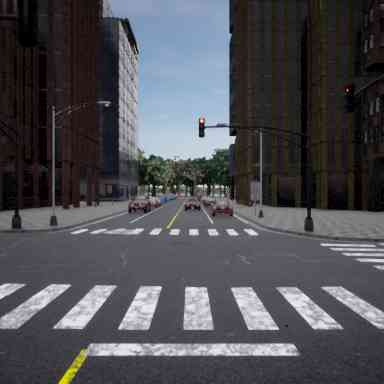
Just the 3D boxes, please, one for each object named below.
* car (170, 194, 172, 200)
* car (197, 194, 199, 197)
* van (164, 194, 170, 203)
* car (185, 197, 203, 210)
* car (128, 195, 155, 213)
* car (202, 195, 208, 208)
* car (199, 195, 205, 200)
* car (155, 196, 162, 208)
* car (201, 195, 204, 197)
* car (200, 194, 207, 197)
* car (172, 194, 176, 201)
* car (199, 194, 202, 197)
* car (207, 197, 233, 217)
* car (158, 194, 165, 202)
[{"bbox_3d":[-5.781,1.563,69.688,2.008,1.369,4.403,0,0,0],"label":"car"},{"bbox_3d":[0.083,1.613,69.807,1.895,1.301,4.718,0,0,0],"label":"car"},{"bbox_3d":[-5.780,1.351,64.251,1.690,1.788,3.998,0,0,0],"label":"van"},{"bbox_3d":[0.085,1.603,42.286,1.895,1.301,4.718,0,0,0],"label":"car"},{"bbox_3d":[-5.773,1.317,37.063,2.192,1.841,5.009,0,0,0],"label":"car"},{"bbox_3d":[2.750,1.555,47.940,2.008,1.369,4.403,0,0,0],"label":"car"},{"bbox_3d":[2.739,1.551,91.611,1.752,1.417,4.829,0,0,0],"label":"car"},{"bbox_3d":[-5.775,1.586,47.938,1.802,1.307,4.206,0,0,0],"label":"car"},{"bbox_3d":[2.749,1.551,53.378,1.887,1.381,4.507,0,0,0],"label":"car"},{"bbox_3d":[2.747,1.553,58.815,1.887,1.381,4.507,0,0,0],"label":"car"},{"bbox_3d":[-5.785,1.587,86.001,1.947,1.339,4.313,0,0,0],"label":"car"},{"bbox_3d":[2.746,1.535,64.423,1.752,1.417,4.829,0,0,0],"label":"car"},{"bbox_3d":[2.754,1.441,31.628,1.967,1.590,4.097,0,0,0],"label":"car"},{"bbox_3d":[-5.776,1.531,53.206,1.752,1.417,4.829,0,0,0],"label":"car"}]
